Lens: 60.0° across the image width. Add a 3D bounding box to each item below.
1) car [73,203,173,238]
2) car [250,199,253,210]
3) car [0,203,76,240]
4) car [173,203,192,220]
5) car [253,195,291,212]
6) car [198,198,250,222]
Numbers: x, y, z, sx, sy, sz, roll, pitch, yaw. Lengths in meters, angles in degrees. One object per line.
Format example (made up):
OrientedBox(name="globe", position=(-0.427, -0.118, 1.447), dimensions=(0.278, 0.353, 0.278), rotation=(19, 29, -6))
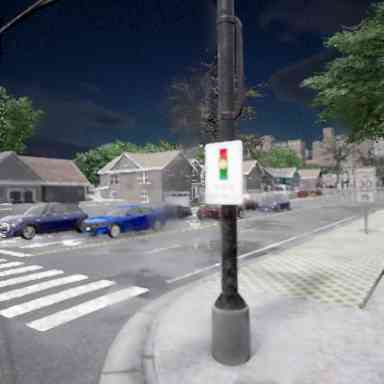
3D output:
OrientedBox(name="car", position=(-3.517, 1.474, 17.956), dimensions=(1.882, 1.535, 5.008), rotation=(-1, 0, 36))
OrientedBox(name="car", position=(5.376, 1.377, 35.642), dimensions=(2.033, 1.411, 5.357), rotation=(-1, 0, 37))
OrientedBox(name="car", position=(-7.767, 1.419, 17.618), dimensions=(2.097, 1.767, 4.553), rotation=(-1, 0, 36))
OrientedBox(name="car", position=(-2.186, 1.537, 25.279), dimensions=(2.033, 1.411, 5.357), rotation=(-1, 0, 36))
OrientedBox(name="car", position=(8.597, 1.116, 34.552), dimensions=(2.097, 1.767, 4.553), rotation=(-1, 0, 36))
OrientedBox(name="car", position=(2.375, 1.381, 26.023), dimensions=(1.882, 1.535, 5.008), rotation=(-1, 0, 36))
